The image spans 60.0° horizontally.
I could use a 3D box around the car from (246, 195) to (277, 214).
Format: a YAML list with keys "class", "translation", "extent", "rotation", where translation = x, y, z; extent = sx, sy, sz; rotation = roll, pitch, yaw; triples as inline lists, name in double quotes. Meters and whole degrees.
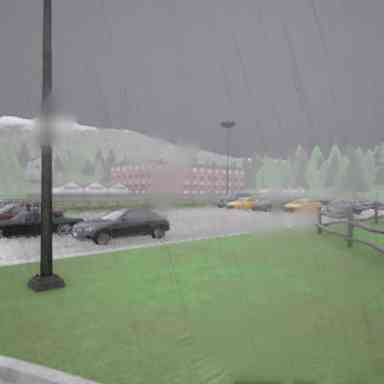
- class: "car"
  translation: [8.297, 1.417, 35.226]
  extent: [5.008, 1.535, 1.882]
  rotation: [0, 0, -42]

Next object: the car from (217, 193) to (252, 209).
- class: "car"
  translation: [5.588, 1.127, 42.236]
  extent: [5.566, 2.045, 2.150]
  rotation: [0, 0, -42]

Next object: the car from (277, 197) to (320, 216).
- class: "car"
  translation: [10.903, 1.437, 32.867]
  extent: [5.008, 1.535, 1.882]
  rotation: [0, 0, -42]

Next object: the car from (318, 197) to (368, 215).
- class: "car"
  translation: [14.206, 1.472, 31.144]
  extent: [4.902, 1.511, 2.128]
  rotation: [0, 0, -42]

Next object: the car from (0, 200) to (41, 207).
- class: "car"
  translation: [-9.713, 1.376, 18.633]
  extent: [5.008, 1.535, 1.882]
  rotation: [0, 0, -43]

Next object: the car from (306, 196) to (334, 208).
- class: "car"
  translation: [19.250, 1.466, 49.851]
  extent: [5.008, 1.535, 1.882]
  rotation: [0, 0, -42]

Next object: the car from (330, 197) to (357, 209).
- class: "car"
  translation: [21.609, 1.533, 47.266]
  extent: [4.674, 1.442, 1.812]
  rotation: [0, 0, -42]

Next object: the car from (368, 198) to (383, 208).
- class: "car"
  translation: [23.970, 1.543, 44.682]
  extent: [5.357, 1.411, 2.033]
  rotation: [0, 0, -42]

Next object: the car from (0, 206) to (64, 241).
- class: "car"
  translation: [-7.743, 1.517, 15.689]
  extent: [4.718, 1.301, 1.895]
  rotation: [0, 0, -43]

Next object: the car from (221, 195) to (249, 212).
- class: "car"
  translation: [5.933, 1.398, 37.806]
  extent: [5.008, 1.535, 1.882]
  rotation: [0, 0, -42]

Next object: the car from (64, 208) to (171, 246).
- class: "car"
  translation: [-3.079, 1.467, 15.216]
  extent: [4.674, 1.442, 1.812]
  rotation: [0, 0, -43]
